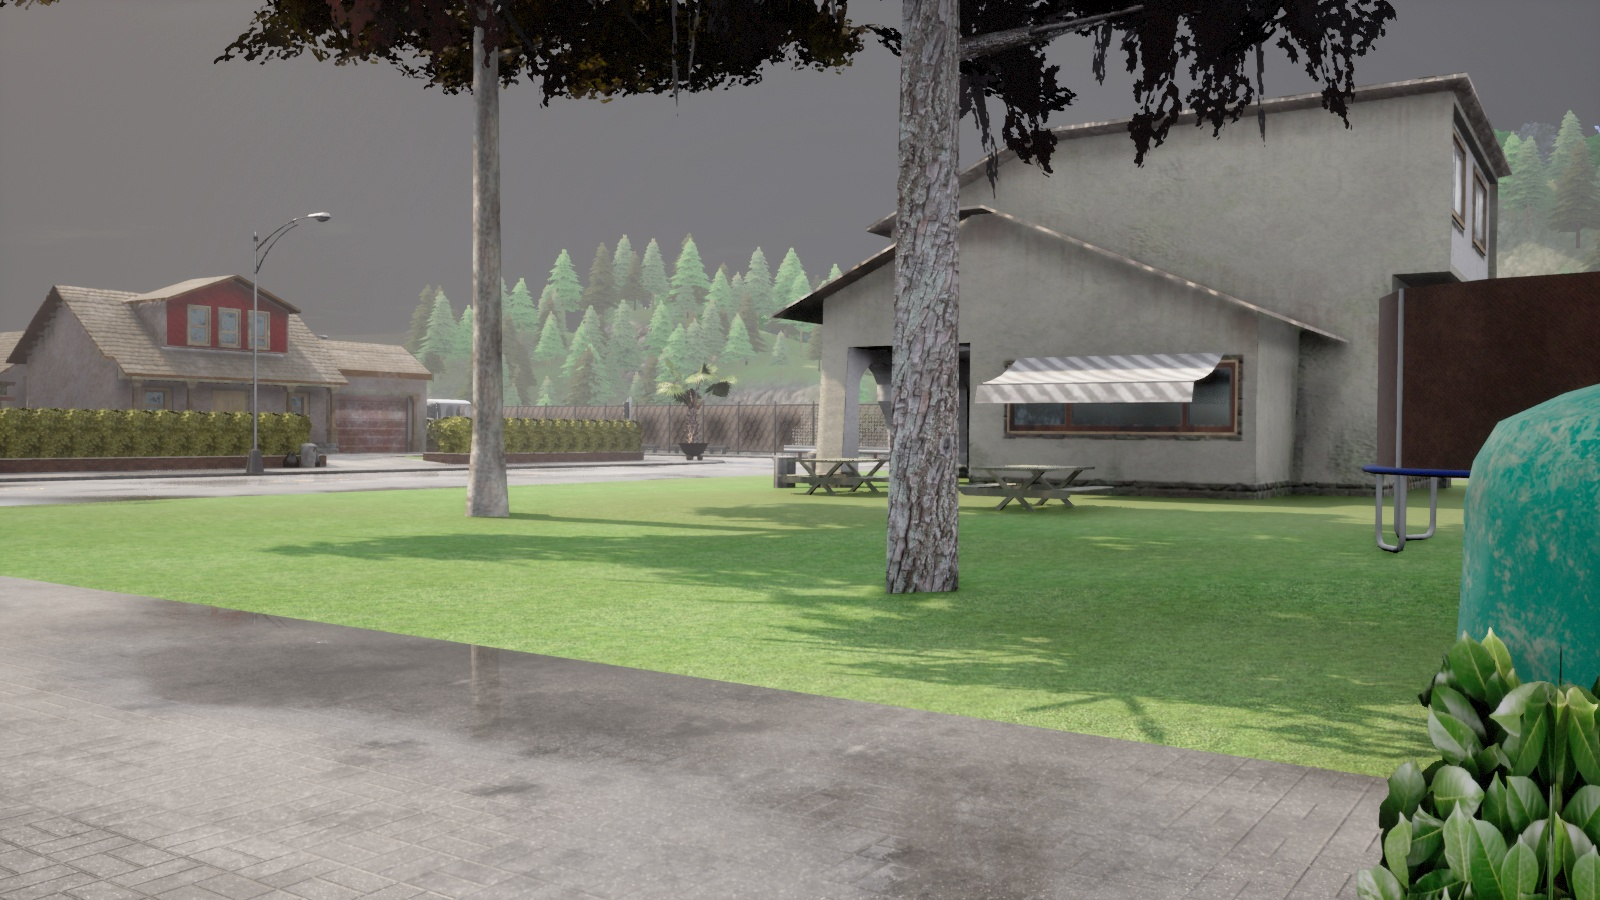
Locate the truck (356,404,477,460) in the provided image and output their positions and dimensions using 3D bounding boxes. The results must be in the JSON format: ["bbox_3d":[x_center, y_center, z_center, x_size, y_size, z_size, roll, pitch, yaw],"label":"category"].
[{"bbox_3d":[-24.410,-1.120,79.860,7.936,3.462,2.891,0,1,33],"label":"truck"}]
